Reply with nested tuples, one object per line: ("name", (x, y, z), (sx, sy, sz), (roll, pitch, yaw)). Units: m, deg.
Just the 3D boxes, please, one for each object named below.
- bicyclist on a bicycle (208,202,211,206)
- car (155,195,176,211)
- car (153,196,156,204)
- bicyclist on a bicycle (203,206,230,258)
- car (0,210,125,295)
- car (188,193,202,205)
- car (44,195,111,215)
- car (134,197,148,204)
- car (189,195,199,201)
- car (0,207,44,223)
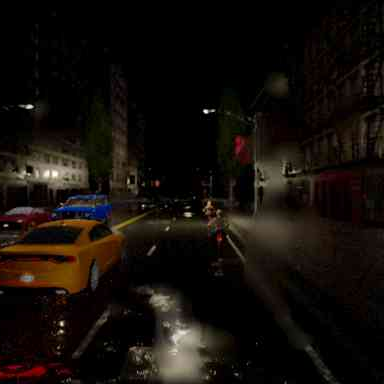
("bicyclist on a bicycle", (1.071, 1.405, 20.748), (0.866, 1.612, 1.509), (0, 0, 0))
("car", (-2.887, 1.422, 39.705), (1.882, 1.535, 5.008), (0, 0, 0))
("car", (-6.125, 1.387, 62.461), (1.882, 1.535, 5.008), (0, 0, 1))
("bicyclist on a bicycle", (0.941, 1.419, 11.644), (0.866, 1.612, 1.509), (0, 0, 1))
("car", (-3.086, 1.472, 8.760), (1.882, 1.535, 5.008), (0, 0, 0))
("car", (0.439, 1.131, 56.201), (2.150, 2.045, 5.566), (0, 0, 1))
("car", (-6.464, 1.206, 20.066), (2.150, 2.045, 5.566), (0, 0, 0))
("car", (-9.378, 1.520, 60.903), (1.895, 1.301, 4.718), (0, 0, 1))
("car", (0.504, 1.390, 77.886), (2.128, 1.511, 4.902), (0, 0, 0))
("car", (-9.717, 1.557, 19.379), (1.994, 1.385, 4.181), (0, 0, 0))
